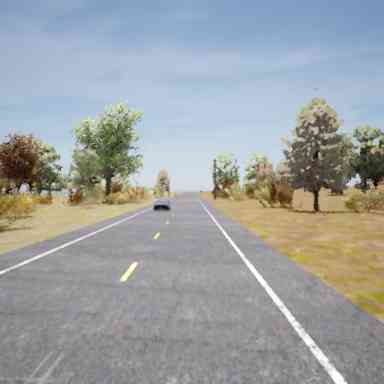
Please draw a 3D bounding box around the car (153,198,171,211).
[{"bbox_3d":[-3.510,1.431,39.780,2.033,1.411,5.357,0,0,0],"label":"car"}]
